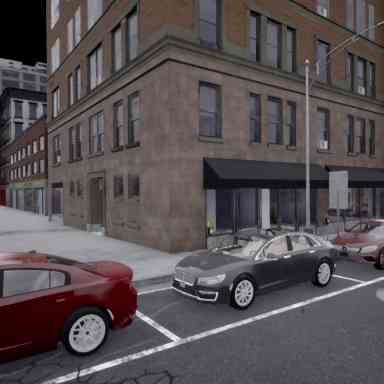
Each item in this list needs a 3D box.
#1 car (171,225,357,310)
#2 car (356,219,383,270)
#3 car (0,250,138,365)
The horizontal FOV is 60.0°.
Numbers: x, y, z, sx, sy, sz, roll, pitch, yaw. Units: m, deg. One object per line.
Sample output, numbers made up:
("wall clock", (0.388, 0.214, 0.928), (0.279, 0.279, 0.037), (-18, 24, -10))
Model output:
("car", (1.591, 1.550, 7.684), (4.403, 1.369, 2.008), (0, -1, -36))
("car", (6.133, 1.581, 10.931), (4.206, 1.307, 1.802), (0, -1, -36))
("car", (-2.950, 1.545, 4.438), (4.507, 1.381, 1.887), (0, -1, -36))
